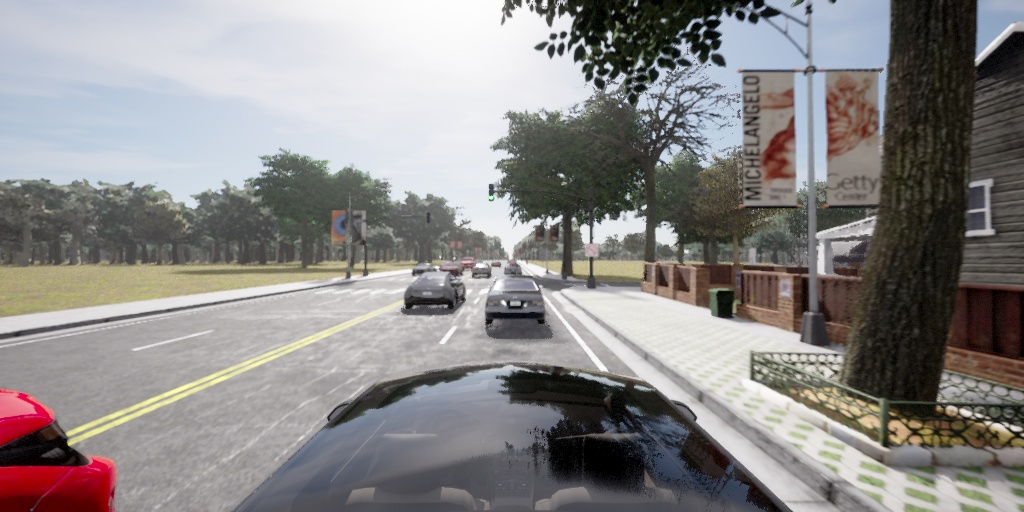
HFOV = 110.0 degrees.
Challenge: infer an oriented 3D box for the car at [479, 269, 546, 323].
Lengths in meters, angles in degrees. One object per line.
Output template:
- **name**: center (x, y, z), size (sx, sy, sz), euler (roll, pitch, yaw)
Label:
- **car**: center (0.100, 1.339, 12.229), size (2.033, 1.411, 5.357), euler (0, 0, 0)

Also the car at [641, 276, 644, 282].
- **car**: center (13.063, 1.620, 28.099), size (5.357, 1.411, 2.033), euler (1, -1, -3)

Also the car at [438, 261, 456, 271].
- **car**: center (-9.831, 1.533, 54.444), size (1.994, 1.385, 4.181), euler (0, 0, 0)

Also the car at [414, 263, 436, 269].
- **car**: center (-9.841, 1.476, 40.382), size (1.994, 1.385, 4.181), euler (0, 0, 1)

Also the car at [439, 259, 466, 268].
- **car**: center (-6.595, 1.386, 39.327), size (1.882, 1.535, 5.008), euler (0, 0, 0)

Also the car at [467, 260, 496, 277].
- **car**: center (-3.152, 1.450, 37.998), size (2.033, 1.411, 5.357), euler (0, 0, 0)

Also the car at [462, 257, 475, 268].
- **car**: center (-6.587, 1.186, 53.363), size (2.150, 2.045, 5.566), euler (0, 0, 0)

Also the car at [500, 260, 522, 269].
- **car**: center (0.104, 1.448, 37.475), size (2.033, 1.411, 5.357), euler (0, 0, 0)

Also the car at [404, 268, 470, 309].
- **car**: center (-3.151, 1.369, 15.337), size (1.994, 1.385, 4.181), euler (0, 0, 0)
